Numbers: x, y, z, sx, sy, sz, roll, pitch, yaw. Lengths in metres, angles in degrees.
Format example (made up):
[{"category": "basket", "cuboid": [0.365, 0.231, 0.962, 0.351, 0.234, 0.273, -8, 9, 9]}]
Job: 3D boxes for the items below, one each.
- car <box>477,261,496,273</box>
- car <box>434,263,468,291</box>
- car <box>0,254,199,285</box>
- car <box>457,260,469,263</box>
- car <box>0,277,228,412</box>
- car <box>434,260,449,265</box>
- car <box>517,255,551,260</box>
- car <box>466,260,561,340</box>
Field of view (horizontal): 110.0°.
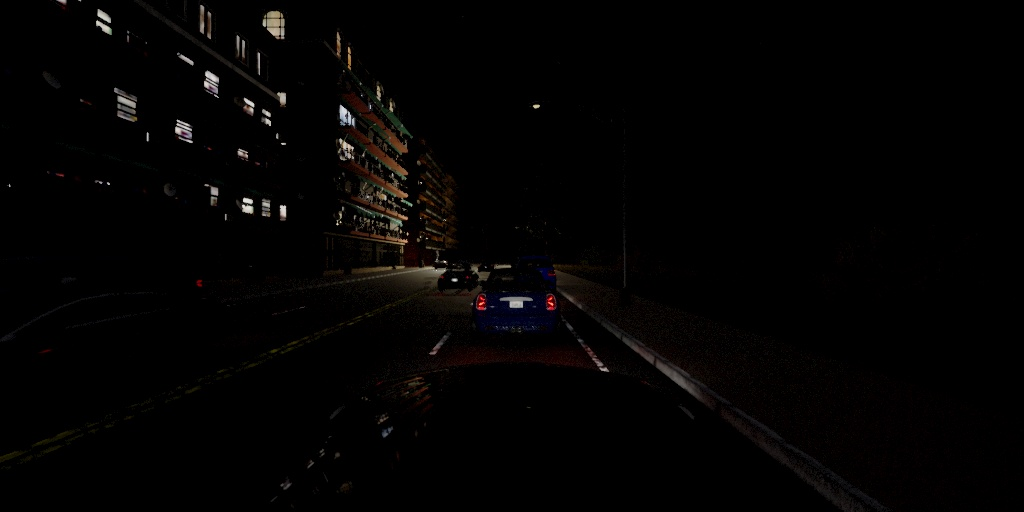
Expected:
[{"category": "car", "cuboid": [-3.157, 1.314, 45.151, 1.994, 1.385, 4.181, 0, 0, 0]}, {"category": "car", "cuboid": [-3.156, 1.316, 21.725, 1.994, 1.385, 4.181, 0, 0, 0]}, {"category": "car", "cuboid": [-9.854, 0.972, 7.884, 2.150, 2.045, 5.566, 0, 0, 0]}, {"category": "car", "cuboid": [-6.607, 1.277, 47.907, 1.812, 1.442, 4.674, 0, 0, 0]}, {"category": "car", "cuboid": [-6.604, 1.242, 5.093, 2.128, 1.511, 4.902, 0, 0, 0]}, {"category": "car", "cuboid": [-9.855, 1.314, 51.259, 1.994, 1.385, 4.181, 0, 0, 0]}, {"category": "car", "cuboid": [1.132, 0.977, 19.725, 2.150, 2.045, 5.566, 0, 0, 0]}, {"category": "car", "cuboid": [0.095, 1.103, 10.150, 2.097, 1.767, 4.553, 0, 0, 0]}]
